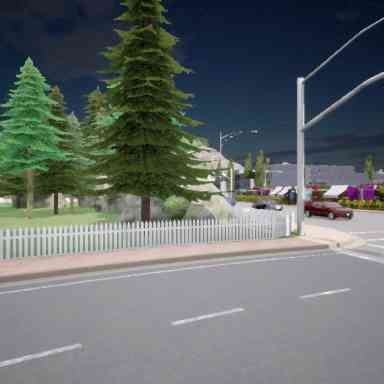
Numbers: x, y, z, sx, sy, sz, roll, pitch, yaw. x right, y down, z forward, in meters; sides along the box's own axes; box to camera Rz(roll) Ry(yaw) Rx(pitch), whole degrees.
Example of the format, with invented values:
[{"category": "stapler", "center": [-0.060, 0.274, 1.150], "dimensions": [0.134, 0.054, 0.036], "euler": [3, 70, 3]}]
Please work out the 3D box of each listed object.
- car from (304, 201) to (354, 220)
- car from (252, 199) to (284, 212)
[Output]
[{"category": "car", "center": [11.762, 1.533, 28.967], "dimensions": [1.882, 1.535, 5.008], "euler": [0, 0, -17]}, {"category": "car", "center": [8.803, 1.548, 38.870], "dimensions": [2.128, 1.511, 4.902], "euler": [0, 0, -17]}]
